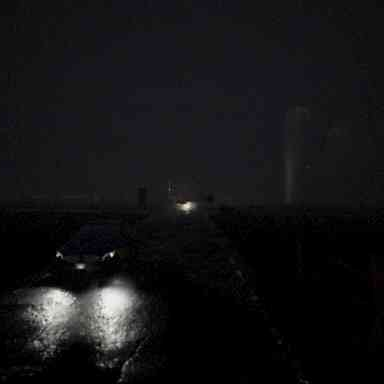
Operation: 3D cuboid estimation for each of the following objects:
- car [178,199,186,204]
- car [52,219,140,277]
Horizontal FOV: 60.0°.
[{"bbox_3d":[-2.751,2.590,89.249,1.994,1.385,4.181,0,-1,0],"label":"car"},{"bbox_3d":[-2.849,1.662,10.834,1.812,1.442,4.674,0,-1,0],"label":"car"}]
